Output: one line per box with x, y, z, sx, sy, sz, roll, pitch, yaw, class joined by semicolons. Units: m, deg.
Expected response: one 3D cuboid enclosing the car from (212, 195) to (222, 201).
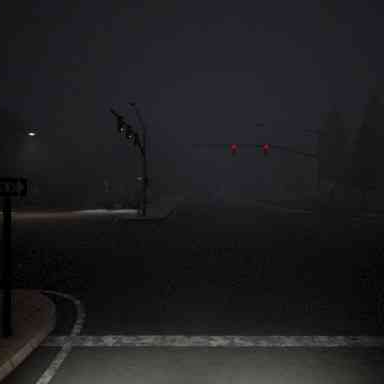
6.249;1.482;83.610;2.128;1.511;4.902;0;0;-1;car

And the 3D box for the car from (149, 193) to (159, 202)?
-8.605;1.221;73.953;2.150;2.045;5.566;0;0;-1;car

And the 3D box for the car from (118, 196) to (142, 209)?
-8.263;1.601;45.120;1.895;1.301;4.718;0;0;-1;car

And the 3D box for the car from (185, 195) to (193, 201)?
-0.750;1.505;83.492;1.994;1.385;4.181;0;0;-1;car

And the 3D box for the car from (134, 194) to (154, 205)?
-8.446;1.547;58.334;2.033;1.411;5.357;0;0;-1;car

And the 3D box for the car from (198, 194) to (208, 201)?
2.749;1.319;83.541;2.097;1.767;4.553;0;0;-1;car

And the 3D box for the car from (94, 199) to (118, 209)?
-11.762;1.601;44.990;1.895;1.301;4.718;0;0;-1;car

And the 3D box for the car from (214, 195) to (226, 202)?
6.403;1.524;73.534;1.812;1.442;4.674;0;0;-1;car

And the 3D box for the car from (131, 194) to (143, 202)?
-12.098;1.352;73.459;2.097;1.767;4.553;0;0;-1;car

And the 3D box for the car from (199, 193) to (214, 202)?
2.911;1.225;73.019;2.150;2.045;5.566;0;0;-1;car

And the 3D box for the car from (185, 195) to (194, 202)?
-0.590;1.478;73.054;1.882;1.535;5.008;0;0;-1;car
